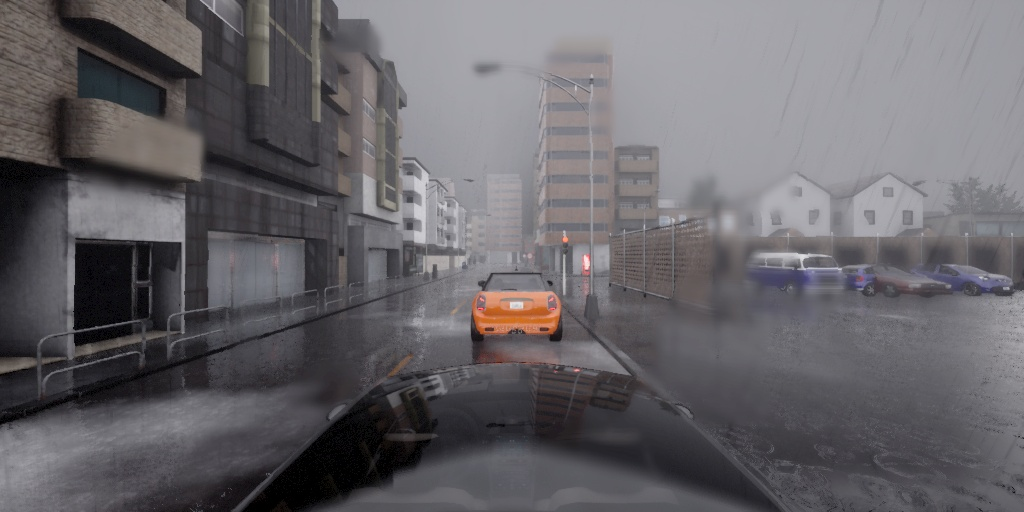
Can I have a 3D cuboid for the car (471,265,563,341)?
[{"bbox_3d":[0.102,1.102,10.009,2.097,1.767,4.553,0,0,0],"label":"car"}]
